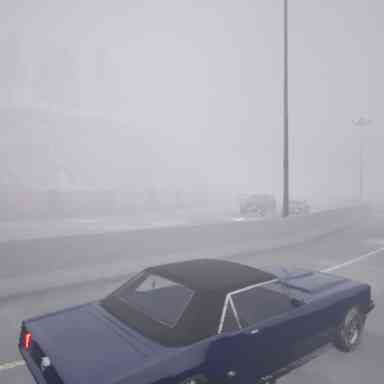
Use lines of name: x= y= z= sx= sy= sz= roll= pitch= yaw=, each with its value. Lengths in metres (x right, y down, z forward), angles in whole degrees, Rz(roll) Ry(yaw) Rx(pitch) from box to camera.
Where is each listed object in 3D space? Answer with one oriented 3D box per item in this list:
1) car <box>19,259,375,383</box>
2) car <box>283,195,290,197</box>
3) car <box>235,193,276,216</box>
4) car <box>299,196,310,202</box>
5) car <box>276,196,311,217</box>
car: x=0.489 y=1.596 z=4.401 sx=4.718 sy=1.301 sz=1.895 roll=0 pitch=0 yaw=-38
car: x=20.194 y=1.384 z=70.870 sx=2.128 sy=1.511 sz=4.902 roll=0 pitch=0 yaw=15
car: x=6.486 y=1.168 z=31.898 sx=2.150 sy=2.045 sz=5.566 roll=0 pitch=0 yaw=32
car: x=23.567 y=1.443 z=69.934 sx=1.895 sy=1.301 sz=4.718 roll=0 pitch=0 yaw=15
car: x=9.512 y=1.443 z=30.270 sx=1.837 sy=1.490 sz=4.892 roll=0 pitch=0 yaw=31
